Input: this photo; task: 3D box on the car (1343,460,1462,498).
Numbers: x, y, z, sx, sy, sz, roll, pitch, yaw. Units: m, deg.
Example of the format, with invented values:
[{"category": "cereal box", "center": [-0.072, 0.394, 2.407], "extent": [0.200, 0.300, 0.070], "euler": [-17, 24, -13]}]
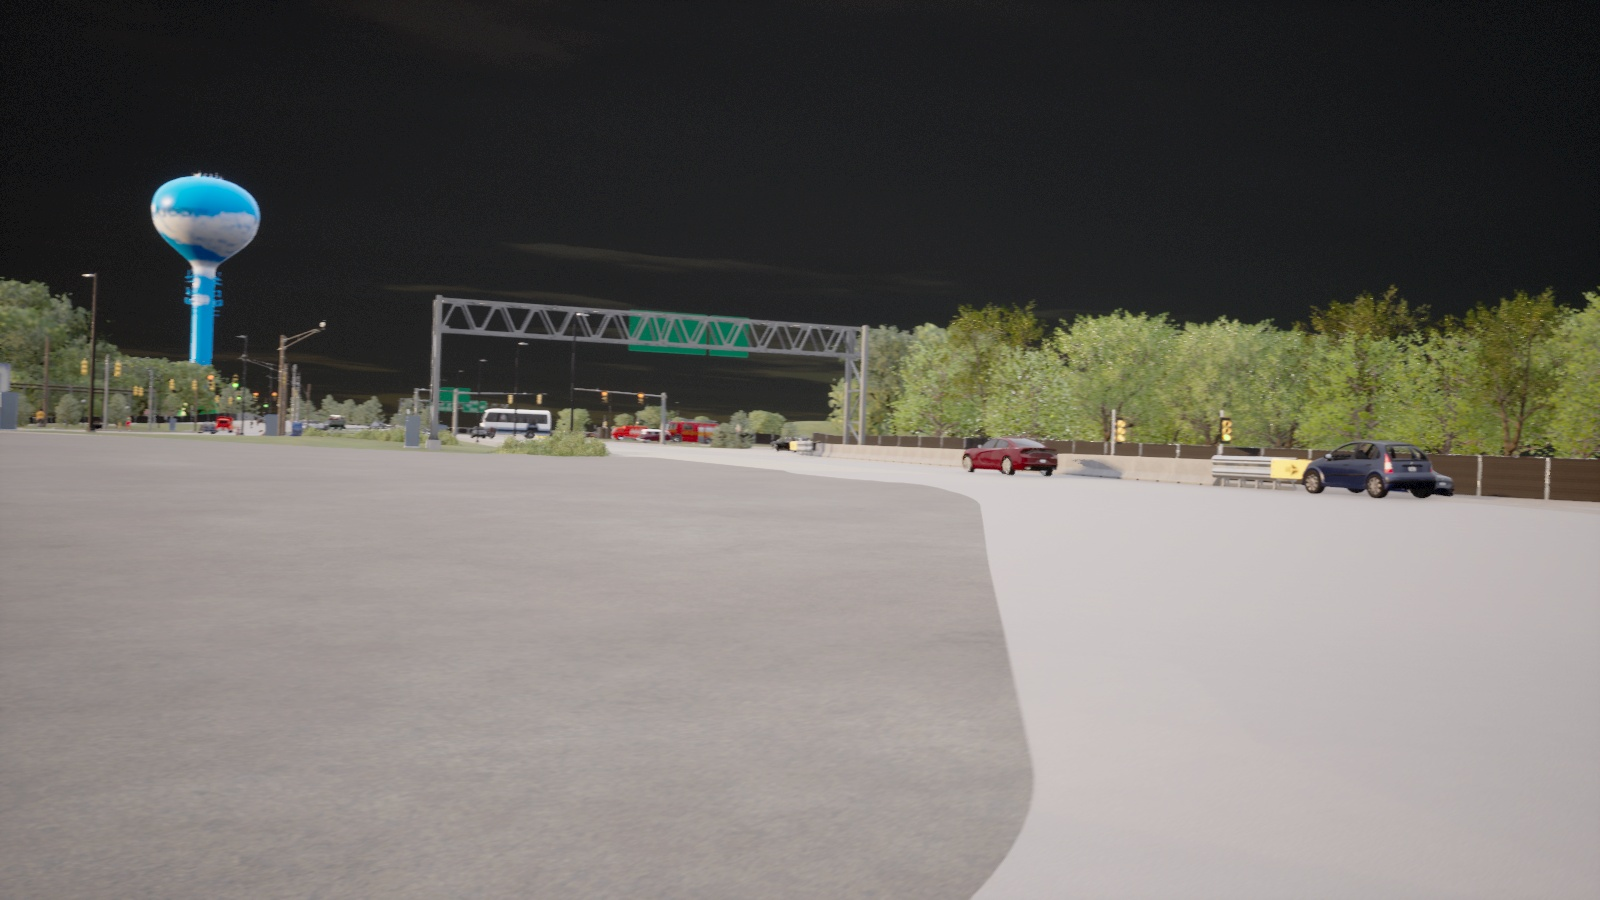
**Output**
[{"category": "car", "center": [25.260, 1.191, 52.792], "extent": [1.994, 1.385, 4.181], "euler": [2, 0, -25]}]

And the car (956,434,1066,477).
[{"category": "car", "center": [8.262, 0.183, 49.687], "extent": [1.882, 1.535, 5.008], "euler": [2, 0, -22]}]

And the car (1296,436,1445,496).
[{"category": "car", "center": [16.431, 0.415, 36.394], "extent": [1.851, 1.617, 3.988], "euler": [-1, 1, -15]}]
